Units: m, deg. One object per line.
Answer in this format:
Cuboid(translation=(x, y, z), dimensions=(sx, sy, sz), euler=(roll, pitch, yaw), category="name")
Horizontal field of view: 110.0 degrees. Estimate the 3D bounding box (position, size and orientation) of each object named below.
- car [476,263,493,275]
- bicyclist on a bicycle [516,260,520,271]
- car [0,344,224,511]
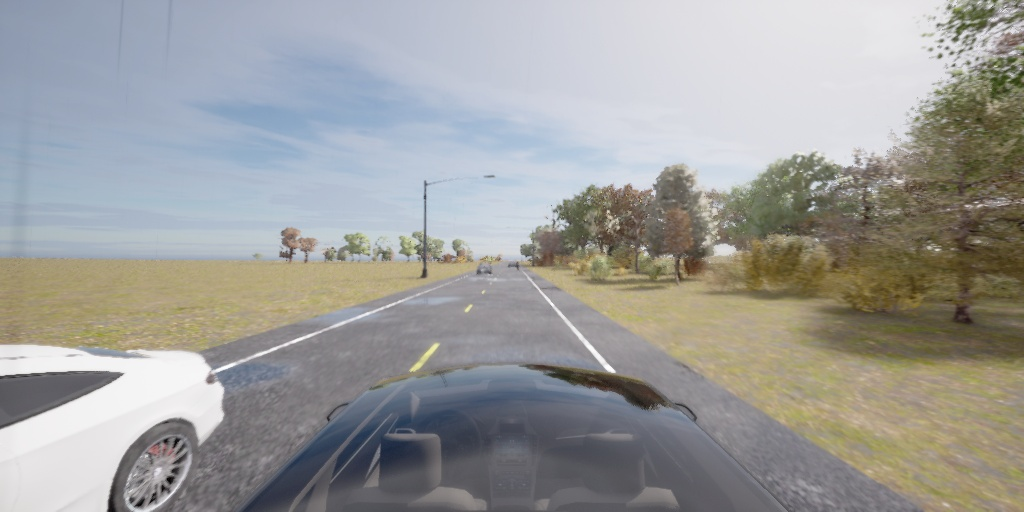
Cuboid(translation=(-3.535, 1.643, 46.371), dimensions=(2.128, 1.511, 4.902), euler=(0, -1, 0), category="car")
Cuboid(translation=(0.996, 1.695, 56.442), dimensions=(0.582, 1.620, 1.656), euler=(0, -1, 0), category="bicyclist on a bicycle")
Cuboid(translation=(-3.600, 1.274, 1.482), dimensions=(1.812, 1.442, 4.674), euler=(0, -1, 0), category="car")
